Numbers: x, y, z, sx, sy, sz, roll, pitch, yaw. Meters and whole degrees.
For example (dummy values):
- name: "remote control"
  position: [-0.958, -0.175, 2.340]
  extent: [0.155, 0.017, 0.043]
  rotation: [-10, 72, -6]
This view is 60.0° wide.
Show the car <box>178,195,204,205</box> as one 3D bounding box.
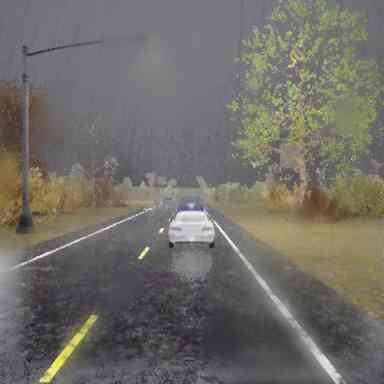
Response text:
- name: "car"
  position: [-0.078, 1.256, 29.689]
  extent: [2.150, 2.045, 5.566]
  rotation: [0, 0, 0]

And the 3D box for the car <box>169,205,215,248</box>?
- name: "car"
  position: [-0.017, 1.531, 14.655]
  extent: [1.812, 1.442, 4.674]
  rotation: [0, 0, 0]

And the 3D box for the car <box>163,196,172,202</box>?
- name: "car"
  position: [-5.669, 1.535, 77.201]
  extent: [1.895, 1.301, 4.718]
  rotation: [0, 0, -8]
